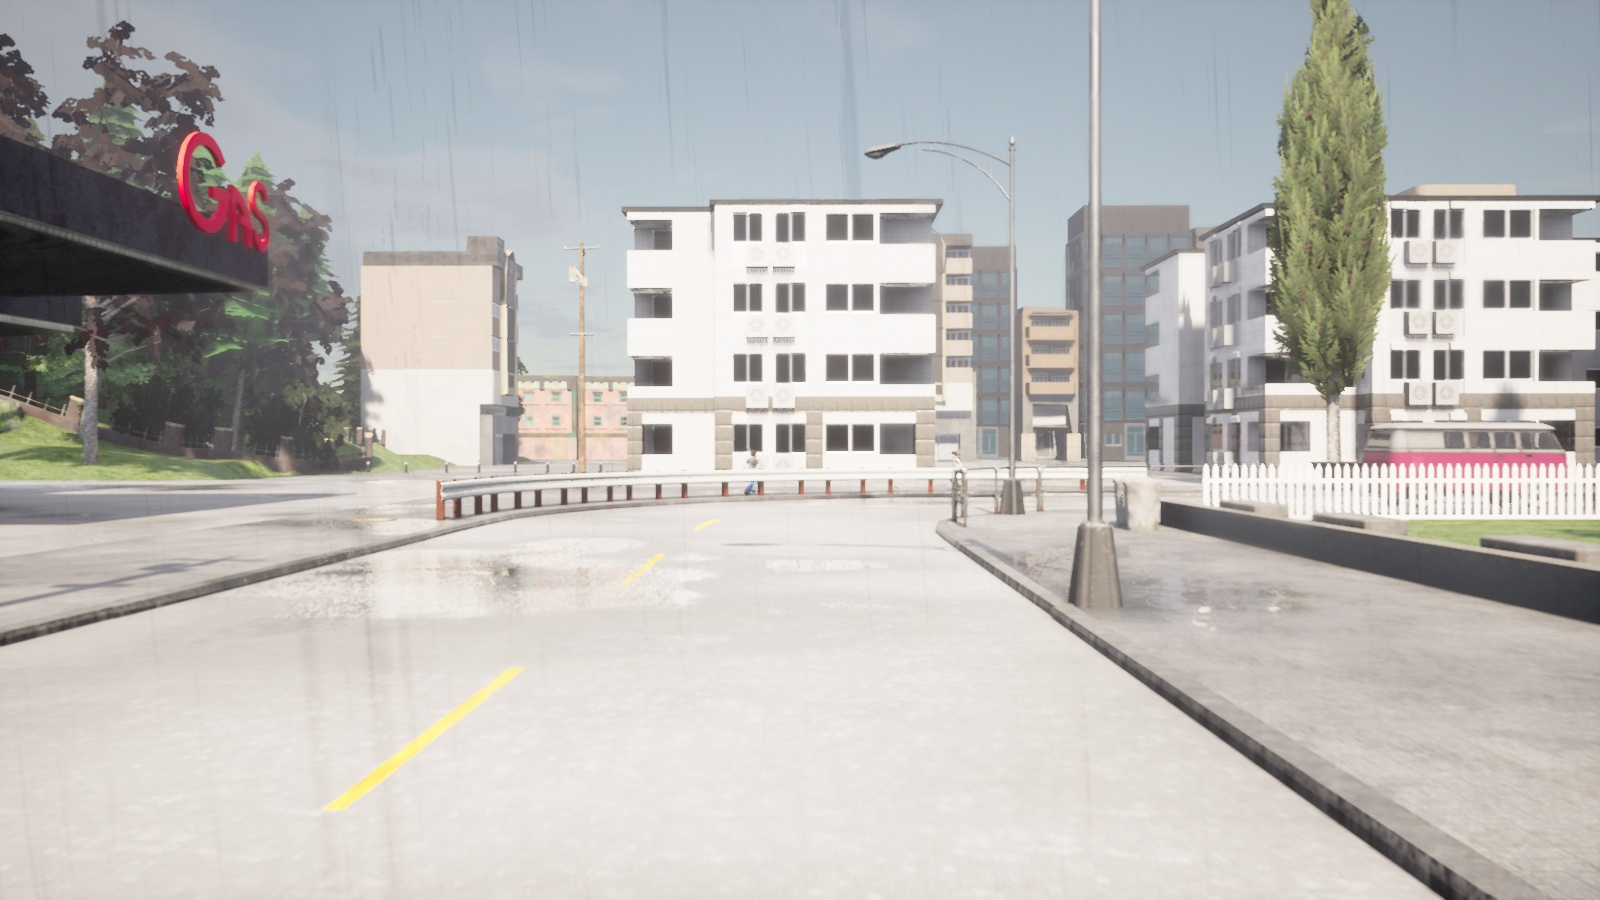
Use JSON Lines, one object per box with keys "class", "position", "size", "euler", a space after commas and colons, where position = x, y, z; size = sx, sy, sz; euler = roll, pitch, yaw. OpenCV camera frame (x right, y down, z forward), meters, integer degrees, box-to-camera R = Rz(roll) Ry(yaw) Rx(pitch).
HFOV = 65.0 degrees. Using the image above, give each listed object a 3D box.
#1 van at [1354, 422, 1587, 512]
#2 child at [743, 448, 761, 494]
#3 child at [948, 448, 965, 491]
{"class": "van", "position": [15.482, 0.376, 29.135], "size": [4.442, 1.987, 1.775], "euler": [0, 0, 0]}
{"class": "child", "position": [-1.335, 0.577, 34.732], "size": [0.437, 1.263, 0.270], "euler": [0, 0, -43]}
{"class": "child", "position": [4.580, 0.572, 36.838], "size": [0.437, 1.263, 0.270], "euler": [0, 0, -12]}
